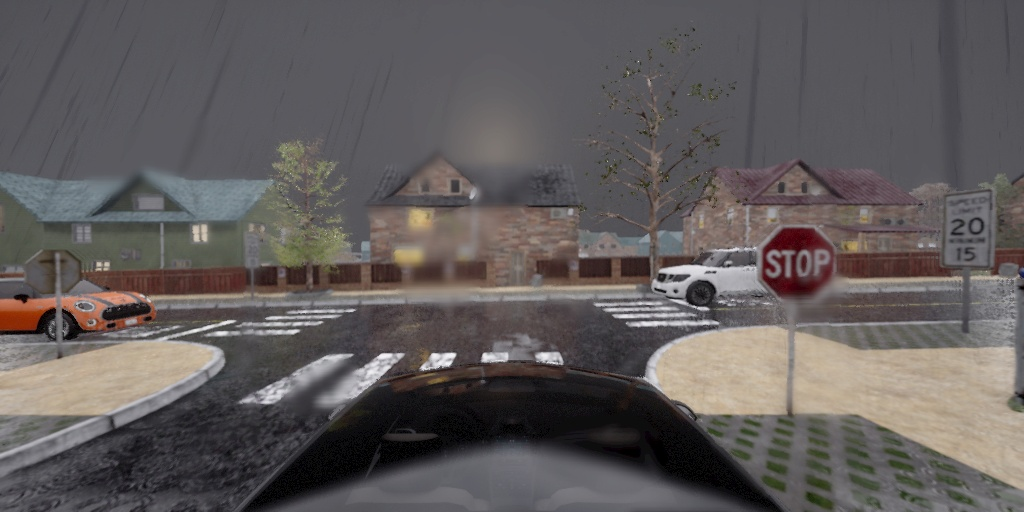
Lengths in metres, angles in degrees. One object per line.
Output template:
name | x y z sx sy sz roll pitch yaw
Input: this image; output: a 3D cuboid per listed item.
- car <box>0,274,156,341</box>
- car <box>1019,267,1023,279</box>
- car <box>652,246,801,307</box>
car | -13.323 1.377 10.409 4.553 1.767 2.097 -1 1 0
car | 22.848 0.346 13.394 5.566 2.045 2.150 -1 1 0
car | 8.226 0.684 13.381 5.566 2.045 2.150 -2 1 0
